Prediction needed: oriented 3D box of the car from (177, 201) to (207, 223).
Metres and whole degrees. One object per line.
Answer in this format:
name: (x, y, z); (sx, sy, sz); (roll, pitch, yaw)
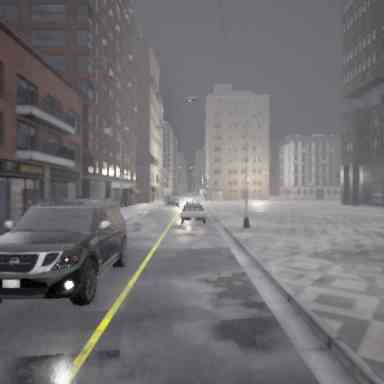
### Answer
car: (0.100, 1.618, 25.497); (1.895, 1.301, 4.718); (0, 0, 0)

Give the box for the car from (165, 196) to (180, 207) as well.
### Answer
car: (-3.062, 1.387, 51.778); (2.097, 1.767, 4.553); (0, 0, 0)

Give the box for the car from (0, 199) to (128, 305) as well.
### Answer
car: (-3.092, 1.230, 8.474); (2.150, 2.045, 5.566); (0, 0, 0)
